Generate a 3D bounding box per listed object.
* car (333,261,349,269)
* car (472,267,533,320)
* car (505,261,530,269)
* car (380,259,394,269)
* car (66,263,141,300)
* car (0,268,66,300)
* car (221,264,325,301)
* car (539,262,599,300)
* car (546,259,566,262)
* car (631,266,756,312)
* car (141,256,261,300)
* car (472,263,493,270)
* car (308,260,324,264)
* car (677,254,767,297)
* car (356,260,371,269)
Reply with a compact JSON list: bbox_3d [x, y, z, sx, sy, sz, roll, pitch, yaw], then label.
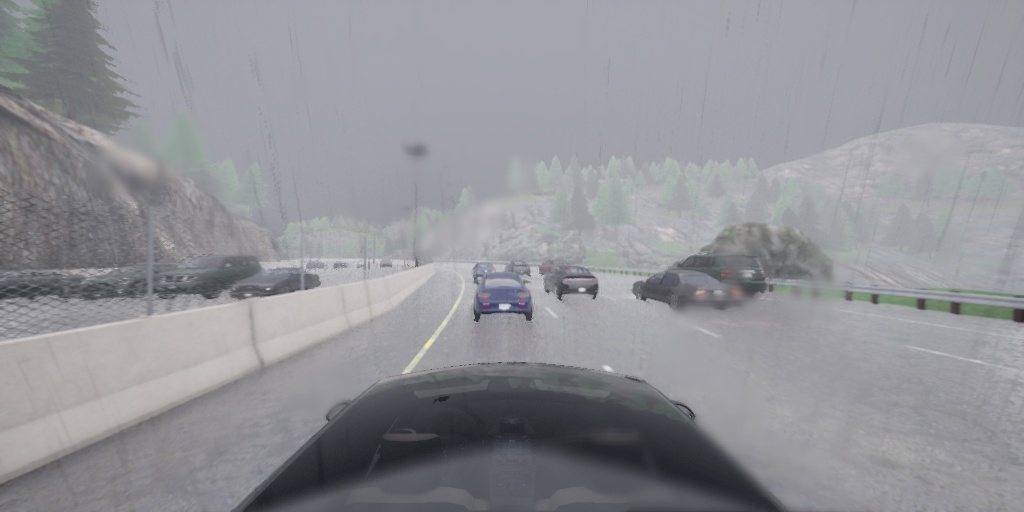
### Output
[{"bbox_3d":[-27.637,1.381,58.001,1.895,1.301,4.718,0,0,-19],"label":"car"},{"bbox_3d":[-0.371,1.270,12.456,1.812,1.442,4.674,0,0,-4],"label":"car"},{"bbox_3d":[0.478,1.219,34.410,2.128,1.511,4.902,0,0,-10],"label":"car"},{"bbox_3d":[-20.423,1.240,58.500,1.882,1.535,5.008,0,0,-19],"label":"car"},{"bbox_3d":[-18.565,1.136,18.019,2.097,1.767,4.553,0,0,-6],"label":"car"},{"bbox_3d":[-21.844,1.285,15.638,2.128,1.511,4.902,0,0,-5],"label":"car"},{"bbox_3d":[-11.486,1.315,17.975,2.033,1.411,5.357,0,0,-6],"label":"car"},{"bbox_3d":[2.759,1.224,17.589,2.128,1.511,4.902,0,0,-5],"label":"car"},{"bbox_3d":[4.036,1.071,34.298,2.097,1.767,4.553,0,0,-10],"label":"car"},{"bbox_3d":[6.579,1.274,14.147,2.033,1.411,5.357,0,0,-4],"label":"car"},{"bbox_3d":[-15.055,0.996,18.299,2.150,2.045,5.566,0,0,-6],"label":"car"},{"bbox_3d":[-2.471,1.284,31.217,2.033,1.411,5.357,0,0,-10],"label":"car"},{"bbox_3d":[-30.733,1.351,56.173,1.994,1.385,4.181,0,0,-19],"label":"car"},{"bbox_3d":[9.785,0.938,17.813,2.150,2.045,5.566,0,0,-5],"label":"car"},{"bbox_3d":[-23.929,1.297,57.939,1.812,1.442,4.674,0,0,-19],"label":"car"}]
